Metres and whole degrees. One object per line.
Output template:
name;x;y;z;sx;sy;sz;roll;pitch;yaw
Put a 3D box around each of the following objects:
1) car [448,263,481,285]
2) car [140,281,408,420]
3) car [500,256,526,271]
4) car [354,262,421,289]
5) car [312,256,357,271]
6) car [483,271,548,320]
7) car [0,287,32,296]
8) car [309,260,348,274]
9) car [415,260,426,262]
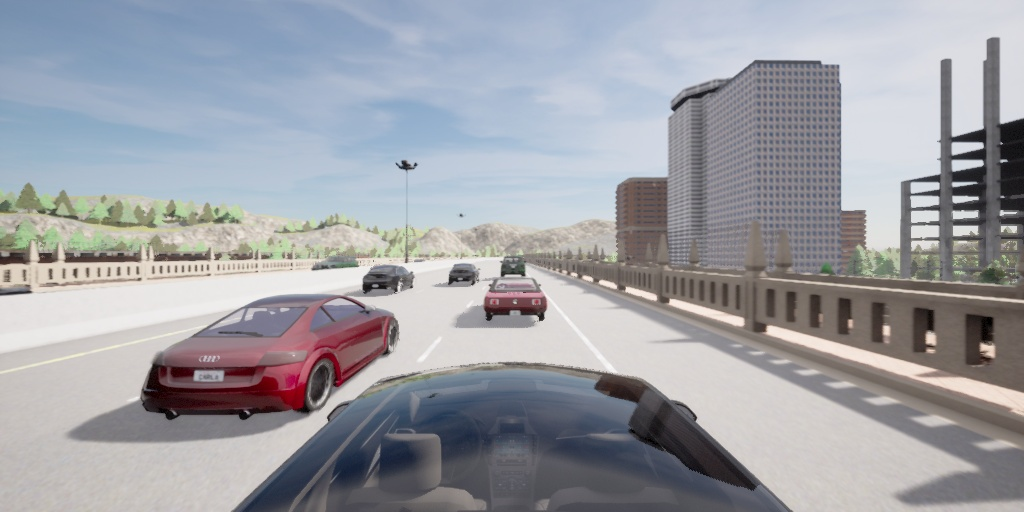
car;-3.401;1.269;26.045;1.837;1.490;4.892;0;0;0
car;-3.400;1.316;6.028;1.994;1.385;4.181;0;0;0
car;0.096;0.989;32.129;2.150;2.045;5.566;0;0;0
car;-6.901;1.265;20.515;1.837;1.490;4.892;0;0;0
car;-17.566;0.994;36.255;2.150;2.045;5.566;0;0;0
car;0.099;1.357;12.548;1.895;1.301;4.718;0;0;0
car;-14.099;1.230;7.716;1.882;1.535;5.008;0;0;0
car;-21.056;1.251;41.429;1.882;1.535;5.008;0;0;1
car;-14.116;1.301;54.656;1.837;1.490;4.892;0;0;-1
